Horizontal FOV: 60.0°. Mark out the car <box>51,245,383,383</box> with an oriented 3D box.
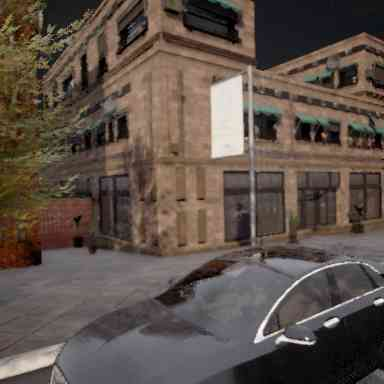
[{"bbox_3d":[0.920,1.504,4.033,4.892,1.490,1.837,0,0,-36],"label":"car"}]
